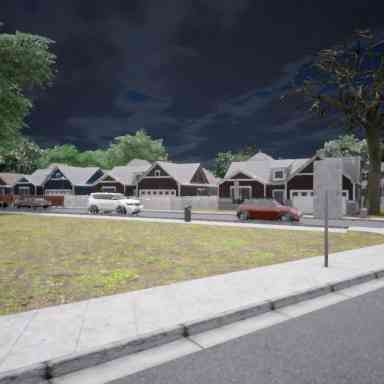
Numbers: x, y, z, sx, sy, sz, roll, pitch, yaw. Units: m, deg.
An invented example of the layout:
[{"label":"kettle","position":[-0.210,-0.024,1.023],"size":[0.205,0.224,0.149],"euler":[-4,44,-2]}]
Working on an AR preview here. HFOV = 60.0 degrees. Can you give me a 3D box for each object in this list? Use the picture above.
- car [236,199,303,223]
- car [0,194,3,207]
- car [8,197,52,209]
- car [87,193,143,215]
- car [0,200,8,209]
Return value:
[{"label":"car","position":[5.582,1.282,23.933],"size":[4.553,1.767,2.097],"euler":[0,0,30]},{"label":"car","position":[-28.086,1.135,45.099],"size":[4.553,1.767,2.097],"euler":[0,0,27]},{"label":"car","position":[-19.555,1.367,40.744],"size":[5.357,1.411,2.033],"euler":[0,0,28]},{"label":"car","position":[-7.260,1.092,31.082],"size":[5.566,2.045,2.150],"euler":[0,0,28]},{"label":"car","position":[-24.025,1.396,39.889],"size":[4.718,1.301,1.895],"euler":[0,0,28]}]
